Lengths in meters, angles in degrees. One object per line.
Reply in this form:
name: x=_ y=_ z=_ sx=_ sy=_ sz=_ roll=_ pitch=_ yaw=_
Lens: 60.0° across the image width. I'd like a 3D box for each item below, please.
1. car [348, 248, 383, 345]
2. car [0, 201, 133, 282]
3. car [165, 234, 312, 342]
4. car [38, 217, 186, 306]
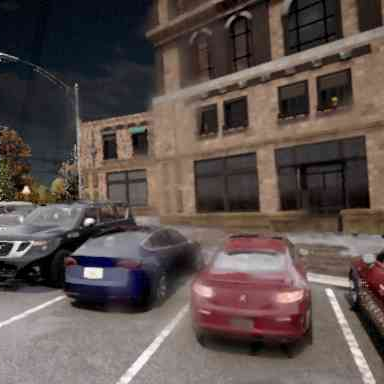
car: x=3.695 y=1.372 z=4.756 sx=2.185 sy=1.767 sz=4.553 roll=0 pitch=-1 yaw=16
car: x=-3.596 y=1.296 z=9.981 sx=2.435 sy=2.045 sz=5.566 roll=0 pitch=-1 yaw=16
car: x=1.267 y=1.548 z=6.518 sx=2.002 sy=1.452 sz=4.674 roll=0 pitch=-1 yaw=16
car: x=-1.159 y=1.555 z=8.292 sx=2.163 sy=1.488 sz=4.792 roll=0 pitch=-1 yaw=16
